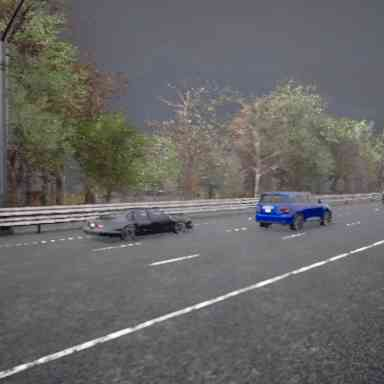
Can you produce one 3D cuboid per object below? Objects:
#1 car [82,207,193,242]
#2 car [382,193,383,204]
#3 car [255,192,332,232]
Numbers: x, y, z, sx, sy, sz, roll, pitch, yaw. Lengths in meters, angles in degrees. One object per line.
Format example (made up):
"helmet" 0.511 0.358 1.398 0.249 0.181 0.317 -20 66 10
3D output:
"car" -2.411 1.435 15.884 5.357 1.411 2.033 -1 1 -44
"car" 26.894 0.618 43.765 5.566 2.045 2.150 -1 1 -44
"car" 5.847 1.007 18.912 5.566 2.045 2.150 -1 1 -44
